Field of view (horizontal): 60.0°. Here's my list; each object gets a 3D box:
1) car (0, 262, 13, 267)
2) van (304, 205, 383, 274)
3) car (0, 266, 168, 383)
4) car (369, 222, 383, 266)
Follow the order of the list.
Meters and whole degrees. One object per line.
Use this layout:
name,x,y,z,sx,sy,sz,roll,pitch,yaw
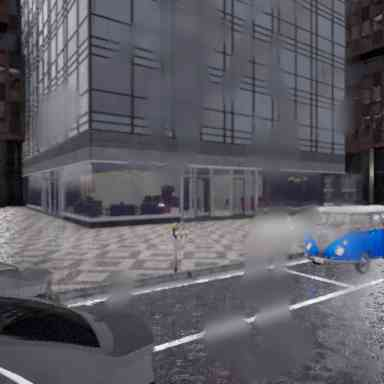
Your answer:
car,-3.927,1.527,3.904,4.403,1.369,2.008,0,0,-35
van,5.165,1.313,10.184,3.998,1.788,1.690,0,0,-35
car,-2.444,1.493,1.690,4.892,1.490,1.837,0,0,-35
car,6.417,1.488,7.807,4.892,1.490,1.837,0,0,-34
